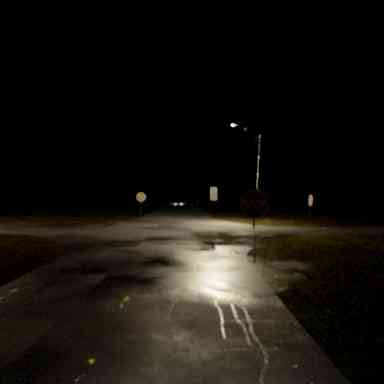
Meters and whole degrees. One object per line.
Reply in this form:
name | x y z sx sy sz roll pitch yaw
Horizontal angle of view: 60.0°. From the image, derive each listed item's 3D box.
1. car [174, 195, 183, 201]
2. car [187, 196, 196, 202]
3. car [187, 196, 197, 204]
car | -2.807 1.246 71.642 2.033 1.411 5.357 0 0 0
car | -0.062 1.538 77.470 1.994 1.385 4.181 0 0 0
car | -0.054 1.660 67.416 1.994 1.385 4.181 0 0 0
